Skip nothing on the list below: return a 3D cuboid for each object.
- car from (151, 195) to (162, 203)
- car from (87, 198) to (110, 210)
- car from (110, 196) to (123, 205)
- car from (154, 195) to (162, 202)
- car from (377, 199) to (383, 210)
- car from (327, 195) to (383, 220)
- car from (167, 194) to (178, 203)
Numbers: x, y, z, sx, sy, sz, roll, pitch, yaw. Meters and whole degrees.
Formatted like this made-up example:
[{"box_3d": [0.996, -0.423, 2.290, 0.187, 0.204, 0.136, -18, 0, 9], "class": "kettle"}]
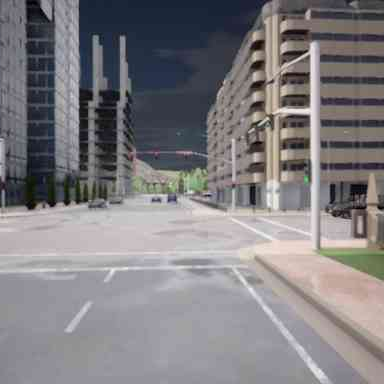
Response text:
[{"box_3d": [-7.849, 1.522, 73.121, 2.097, 1.767, 4.553, 0, 0, -3], "class": "car"}, {"box_3d": [-13.367, 1.650, 47.016, 1.837, 1.490, 4.892, 0, 0, -3], "class": "car"}, {"box_3d": [-14.252, 1.531, 62.593, 2.097, 1.767, 4.553, 0, 0, -3], "class": "car"}, {"box_3d": [-8.456, 1.666, 83.198, 1.882, 1.535, 5.008, 0, 0, -3], "class": "car"}, {"box_3d": [16.682, 1.523, 25.463, 4.902, 1.511, 2.128, 0, 0, -4], "class": "car"}, {"box_3d": [14.688, 1.268, 28.841, 5.566, 2.045, 2.150, 0, 0, -4], "class": "car"}, {"box_3d": [-4.318, 1.377, 72.695, 2.150, 2.045, 5.566, 0, 0, -3], "class": "car"}]
